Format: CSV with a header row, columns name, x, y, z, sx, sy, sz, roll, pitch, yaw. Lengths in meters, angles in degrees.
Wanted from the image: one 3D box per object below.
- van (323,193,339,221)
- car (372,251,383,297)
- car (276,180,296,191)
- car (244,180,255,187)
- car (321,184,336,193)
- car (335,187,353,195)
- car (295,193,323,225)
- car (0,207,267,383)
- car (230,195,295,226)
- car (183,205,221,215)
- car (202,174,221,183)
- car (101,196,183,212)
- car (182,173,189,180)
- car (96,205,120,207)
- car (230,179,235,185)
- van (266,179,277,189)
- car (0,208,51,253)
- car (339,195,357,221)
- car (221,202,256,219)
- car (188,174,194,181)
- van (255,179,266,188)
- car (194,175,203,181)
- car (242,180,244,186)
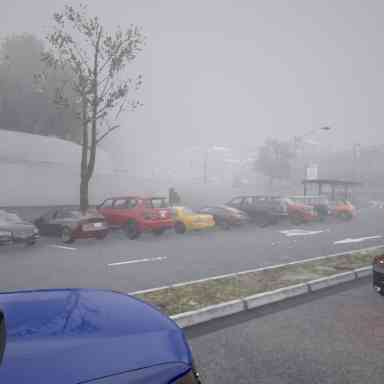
name,x,y,z,sx,sy,sz,roll,pitch,yaw
van,8.825,1.299,26.215,4.442,1.987,1.878,-1,-1,35
car,5.820,1.516,7.255,4.892,1.490,1.837,0,0,-35
car,19.303,-0.987,66.296,2.231,1.521,4.892,7,3,35
car,14.255,-1.807,73.871,1.946,1.575,5.366,7,3,35
car,24.499,-0.421,58.900,2.435,2.045,5.566,7,3,35
car,26.185,0.141,56.424,2.002,1.452,4.674,7,3,35
car,6.283,1.269,24.551,5.566,2.045,2.435,-1,-1,35
car,-2.432,1.221,1.402,5.566,2.045,2.150,0,0,-35
car,3.766,1.264,22.851,5.566,2.045,2.435,-1,-1,35
car,-1.274,1.504,19.475,5.366,1.575,1.946,-1,-1,35
car,5.600,-3.171,86.181,1.946,1.575,5.366,7,3,34
car,-3.598,1.249,17.653,5.566,2.045,2.435,-1,-1,35
car,0.240,-4.080,93.387,2.185,1.767,4.553,4,1,34
car,-6.046,1.525,15.912,4.792,1.488,2.163,-1,-1,35
car,10.691,-2.312,78.661,2.002,1.452,4.674,7,3,35
van,17.548,-1.486,68.662,1.878,1.987,4.442,7,4,35
car,-8.469,1.494,14.171,4.892,1.521,2.231,-1,-1,35
car,11.238,1.406,27.961,4.553,1.767,2.185,-1,-1,35
car,1.335,1.550,21.098,4.674,1.452,2.002,-1,-1,35
car,1.965,-3.845,90.914,2.185,1.767,4.553,6,3,34
van,15.824,-1.759,71.137,1.878,1.987,4.442,7,4,35
car,3.754,-3.693,88.444,2.435,2.045,5.566,7,3,34
car,12.428,-2.038,76.195,2.002,1.452,4.674,7,4,35
